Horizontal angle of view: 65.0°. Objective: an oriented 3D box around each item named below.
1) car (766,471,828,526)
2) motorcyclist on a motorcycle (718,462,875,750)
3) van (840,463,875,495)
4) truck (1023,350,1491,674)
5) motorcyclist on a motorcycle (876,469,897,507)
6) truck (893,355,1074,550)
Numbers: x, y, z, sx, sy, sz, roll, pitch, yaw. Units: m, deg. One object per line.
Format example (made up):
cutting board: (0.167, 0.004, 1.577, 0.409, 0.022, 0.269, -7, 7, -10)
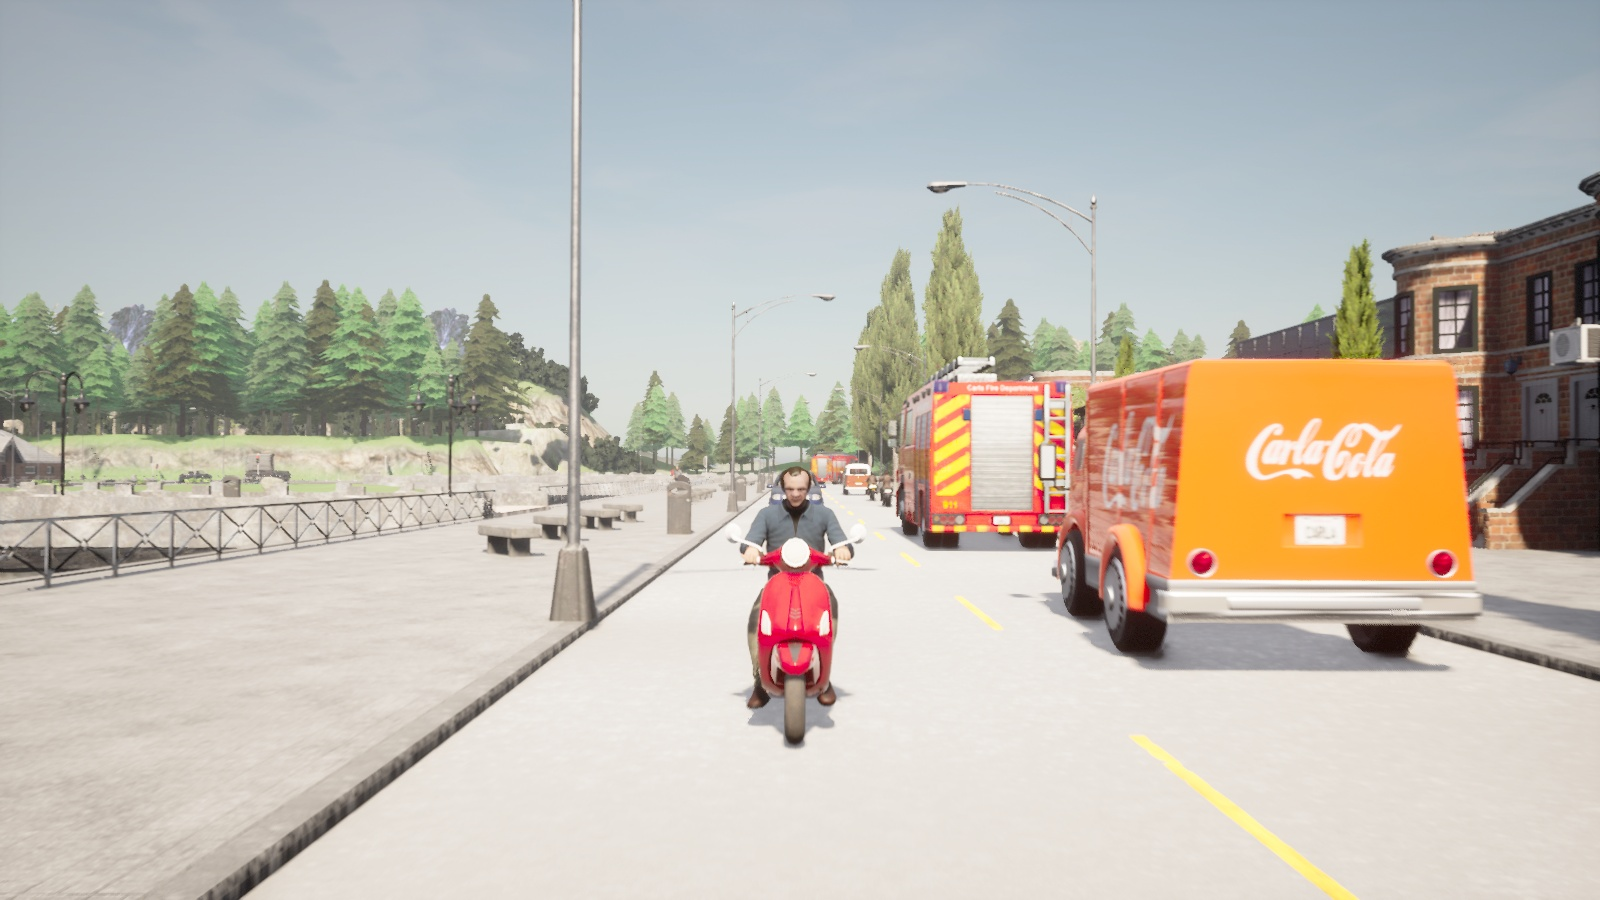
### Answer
car: (-0.099, 1.430, 38.010, 1.789, 1.549, 3.705, 0, -1, 0)
motorcyclist on a motorcycle: (-0.021, 0.899, 7.885, 0.866, 1.590, 1.817, 0, -2, 0)
van: (3.782, 1.917, 83.300, 2.069, 2.038, 4.480, 0, -1, 0)
truck: (3.965, 0.517, 12.237, 2.627, 2.467, 5.204, 0, -1, 0)
motorcyclist on a motorcycle: (3.854, 1.686, 55.957, 0.766, 1.649, 2.350, 0, -1, 0)
truck: (3.919, 0.119, 28.945, 2.891, 3.827, 8.468, 0, -1, 0)
